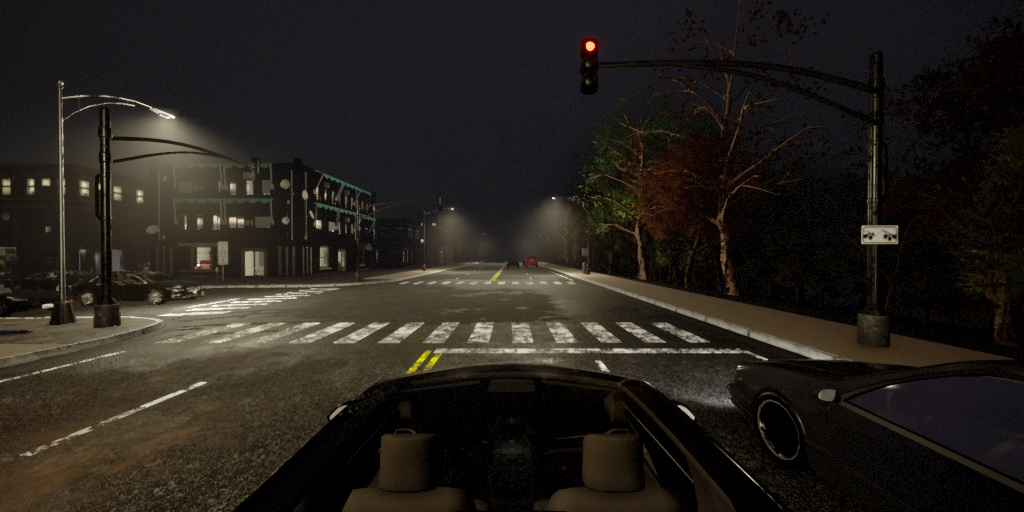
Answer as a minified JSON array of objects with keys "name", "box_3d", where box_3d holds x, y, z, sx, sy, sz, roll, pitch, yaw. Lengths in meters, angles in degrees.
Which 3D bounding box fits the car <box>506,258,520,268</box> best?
[{"name":"car","box_3d":[0.172,1.235,58.174,1.837,1.490,4.892,0,0,0]}]

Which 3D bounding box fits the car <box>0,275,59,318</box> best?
[{"name":"car","box_3d":[-19.933,1.565,13.723,4.313,1.339,1.948,0,0,0]}]

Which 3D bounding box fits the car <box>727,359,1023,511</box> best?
[{"name":"car","box_3d":[3.326,1.297,1.736,2.033,1.411,5.357,0,0,3]}]

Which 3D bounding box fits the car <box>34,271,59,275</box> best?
[{"name":"car","box_3d":[-28.254,1.560,22.247,4.403,1.370,2.007,0,0,0]}]

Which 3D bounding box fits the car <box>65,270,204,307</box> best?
[{"name":"car","box_3d":[-17.063,1.443,16.479,4.892,1.490,1.837,-1,1,-1]}]

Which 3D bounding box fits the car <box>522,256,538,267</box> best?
[{"name":"car","box_3d":[3.428,0.948,63.942,2.150,2.045,5.566,0,0,0]}]
